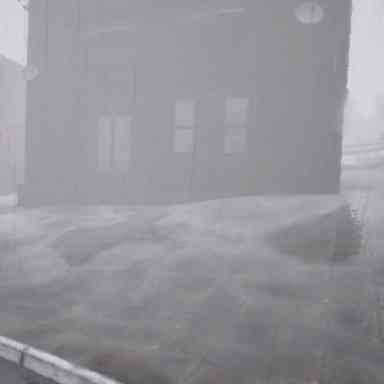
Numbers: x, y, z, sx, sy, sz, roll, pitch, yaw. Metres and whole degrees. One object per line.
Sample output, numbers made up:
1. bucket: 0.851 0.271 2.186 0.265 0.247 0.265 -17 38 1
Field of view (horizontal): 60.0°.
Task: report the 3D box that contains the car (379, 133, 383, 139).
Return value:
1. car: 19.724 -5.242 30.408 2.185 1.767 4.553 1 2 -25
